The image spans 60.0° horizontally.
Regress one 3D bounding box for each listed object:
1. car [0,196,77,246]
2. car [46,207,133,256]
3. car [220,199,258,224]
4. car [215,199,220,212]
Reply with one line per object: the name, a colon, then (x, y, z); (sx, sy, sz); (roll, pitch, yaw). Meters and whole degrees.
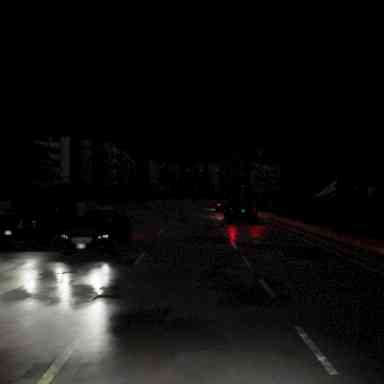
car: (-7.081, 1.211, 15.594); (2.150, 2.045, 5.566); (0, 0, 0)
car: (-3.582, 1.483, 13.206); (2.128, 1.511, 4.902); (0, 0, 0)
car: (3.537, 1.334, 25.013); (2.097, 1.767, 4.553); (0, 0, 1)
car: (3.647, 1.498, 37.638); (1.812, 1.442, 4.674); (0, 0, 3)
